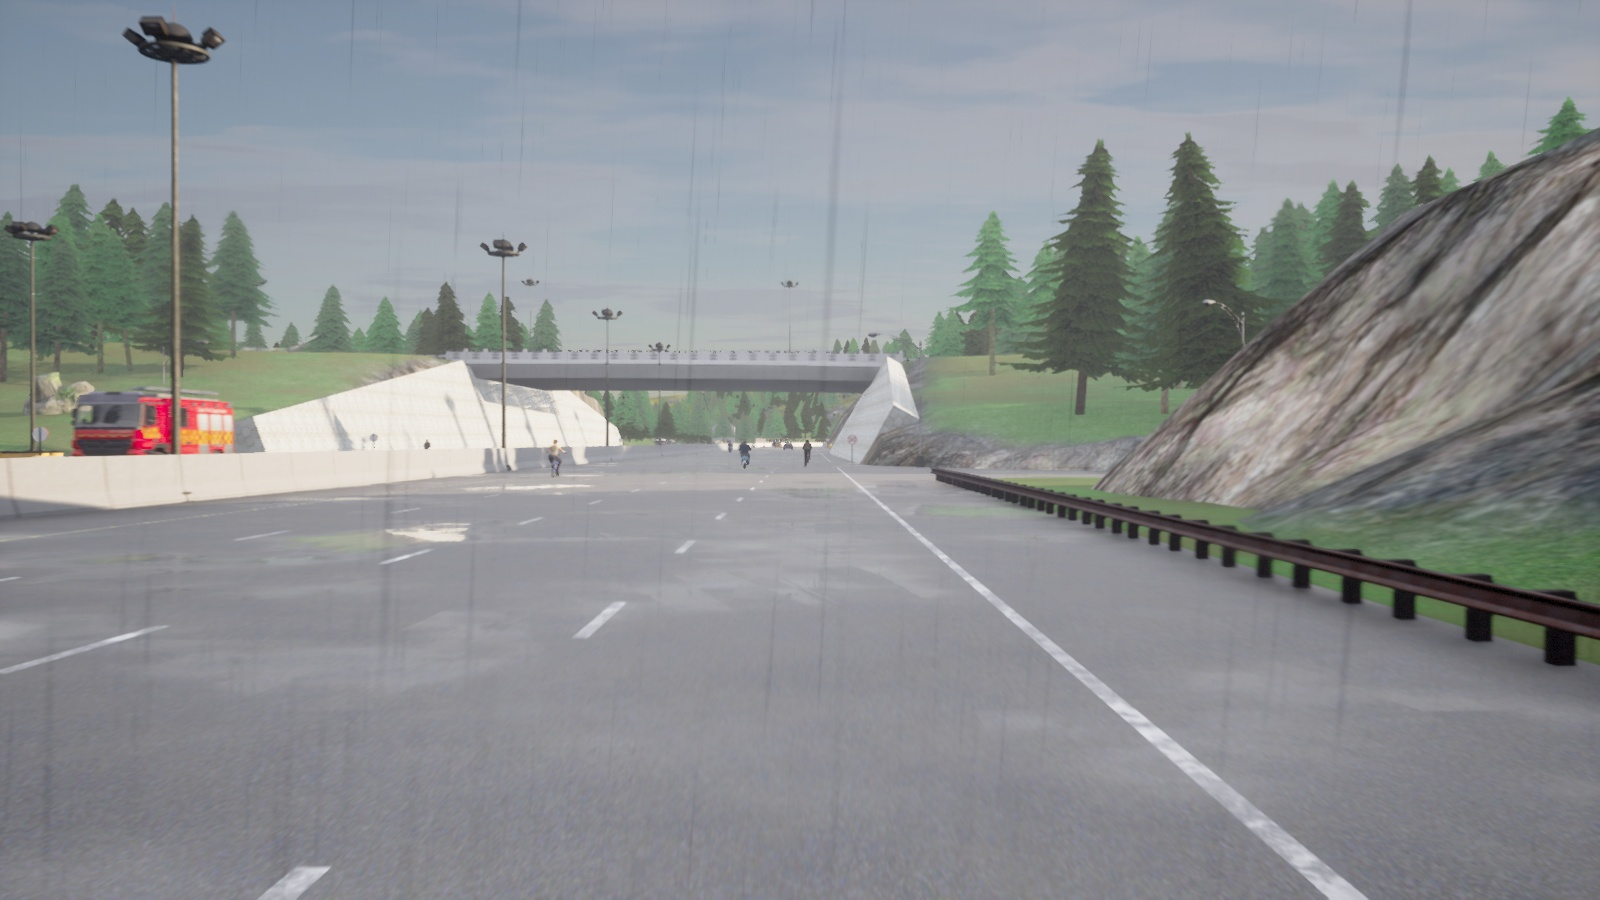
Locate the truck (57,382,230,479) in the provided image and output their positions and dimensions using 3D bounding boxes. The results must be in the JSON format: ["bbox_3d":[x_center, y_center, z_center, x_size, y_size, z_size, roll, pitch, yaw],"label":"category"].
[{"bbox_3d":[-27.682,-0.787,53.478,2.891,3.827,8.468,0,0,0],"label":"truck"}]
